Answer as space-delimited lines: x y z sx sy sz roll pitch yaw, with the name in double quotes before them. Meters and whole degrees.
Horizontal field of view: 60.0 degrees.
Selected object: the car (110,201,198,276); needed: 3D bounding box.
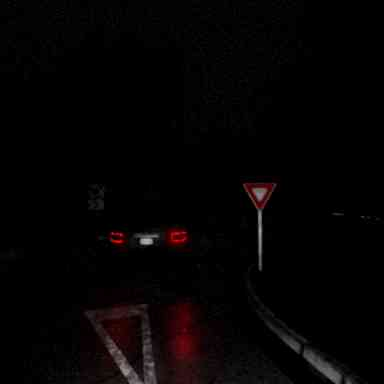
"car" -1.031 1.316 10.853 2.150 2.045 5.566 -1 0 2
